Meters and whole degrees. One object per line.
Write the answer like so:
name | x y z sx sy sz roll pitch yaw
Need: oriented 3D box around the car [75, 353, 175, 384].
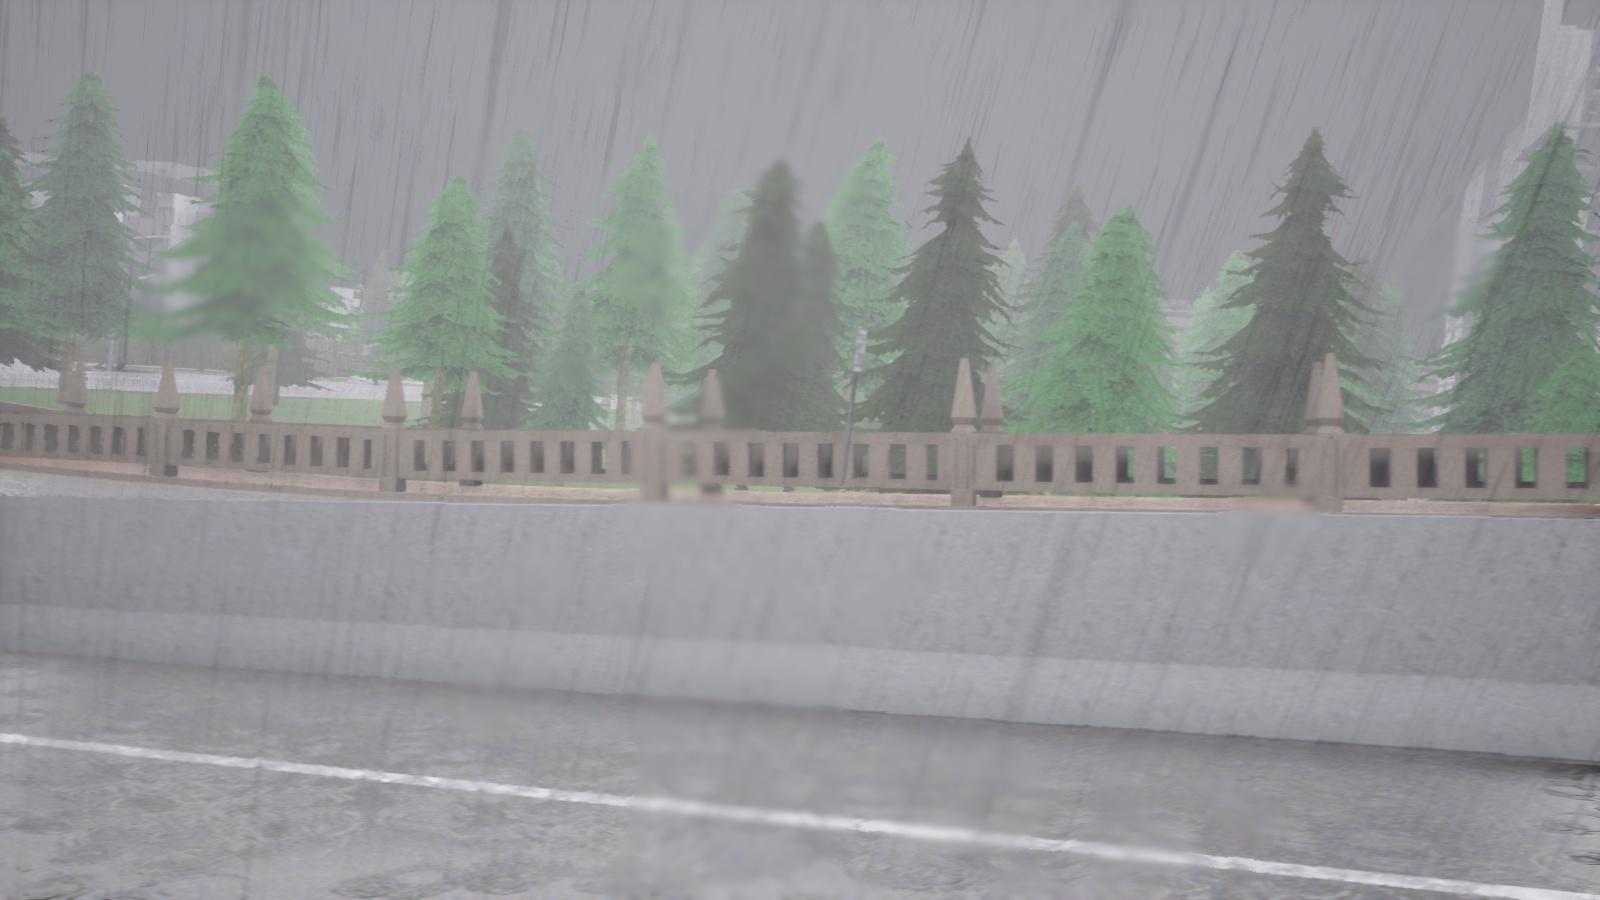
car | -37.578 -4.507 70.028 1.895 1.301 4.718 8 3 20
